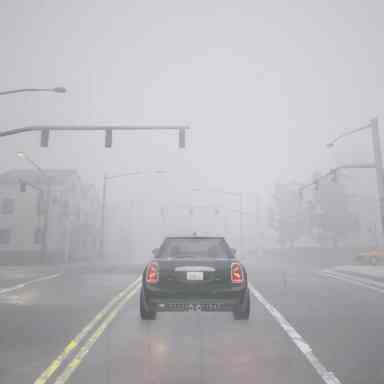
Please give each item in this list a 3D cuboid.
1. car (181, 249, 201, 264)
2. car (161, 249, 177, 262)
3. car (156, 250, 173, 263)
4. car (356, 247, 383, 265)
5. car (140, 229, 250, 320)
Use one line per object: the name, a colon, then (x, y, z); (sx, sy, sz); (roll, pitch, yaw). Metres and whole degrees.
car: (-0.053, 7.258, 37.369); (1.837, 1.490, 4.892); (0, -11, 4)
car: (-3.650, 10.343, 54.281); (2.150, 2.045, 5.566); (0, -11, 0)
car: (-3.638, 8.631, 44.402); (1.882, 1.535, 5.008); (0, -11, 0)
car: (16.467, 5.364, 28.067); (5.008, 1.535, 1.882); (0, -11, 1)
car: (0.062, 1.807, 8.233); (2.097, 1.767, 4.553); (0, -7, 0)
